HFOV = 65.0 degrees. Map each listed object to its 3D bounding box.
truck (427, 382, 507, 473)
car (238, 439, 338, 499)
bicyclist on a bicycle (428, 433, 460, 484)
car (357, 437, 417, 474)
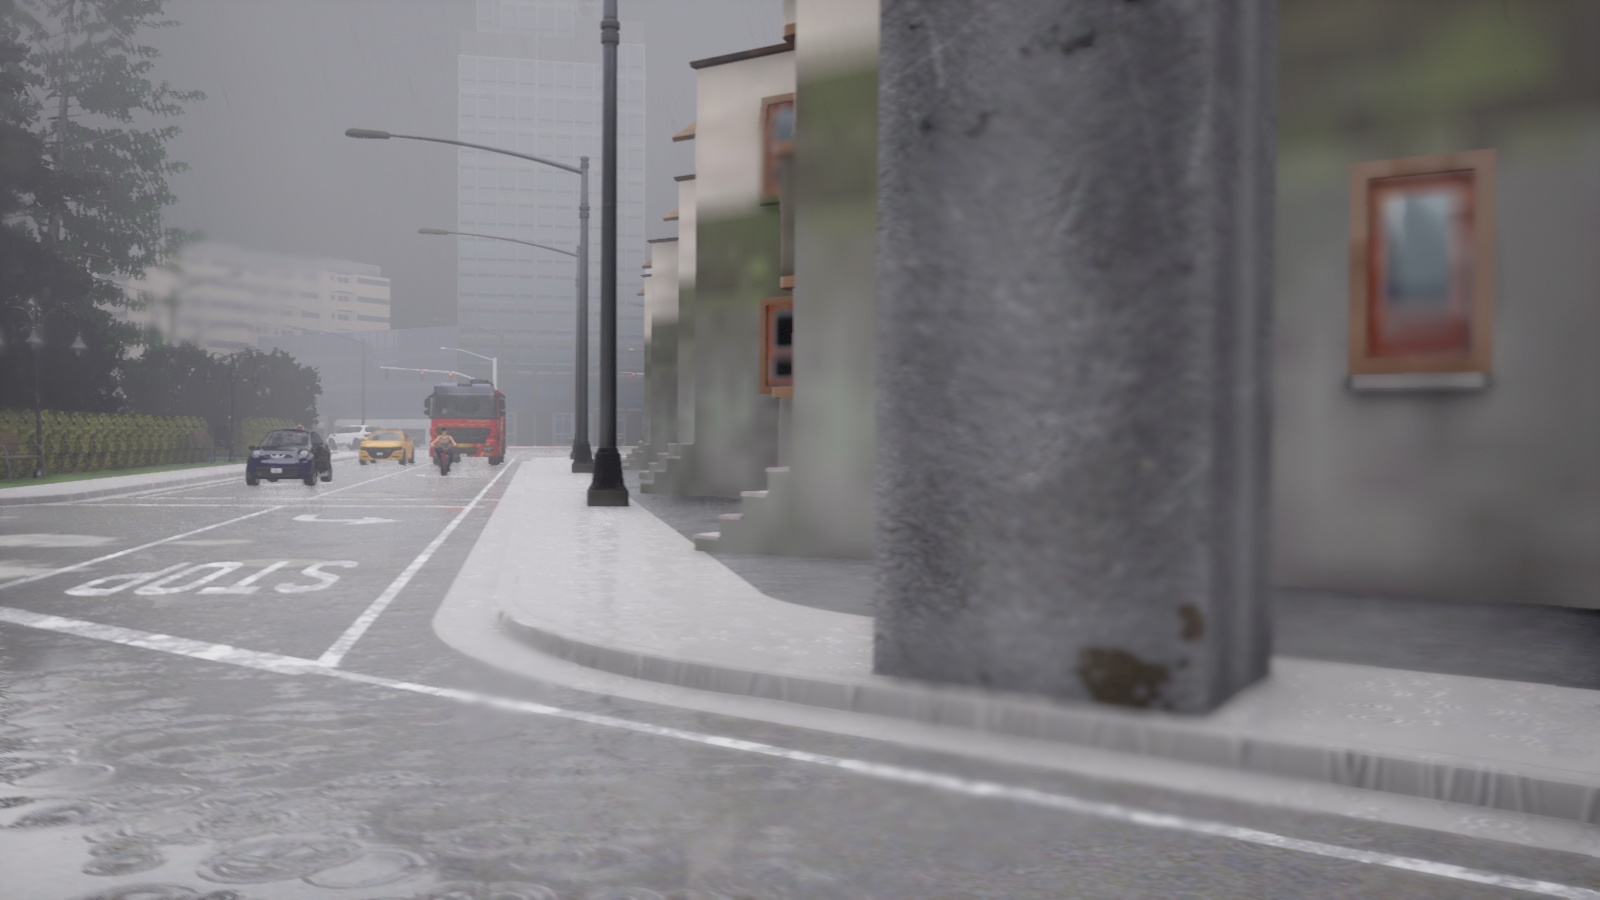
[{"bbox_3d":[-15.045,-1.006,57.301,2.891,3.827,8.468,-1,1,-11],"label":"truck"},{"bbox_3d":[-13.715,0.457,33.838,1.845,1.501,3.633,-1,1,-12],"label":"car"},{"bbox_3d":[-11.606,0.266,41.025,0.866,1.612,1.509,-1,1,-11],"label":"bicyclist on a bicycle"},{"bbox_3d":[-18.221,0.191,55.566,1.882,1.535,5.008,-1,1,-11],"label":"car"}]
